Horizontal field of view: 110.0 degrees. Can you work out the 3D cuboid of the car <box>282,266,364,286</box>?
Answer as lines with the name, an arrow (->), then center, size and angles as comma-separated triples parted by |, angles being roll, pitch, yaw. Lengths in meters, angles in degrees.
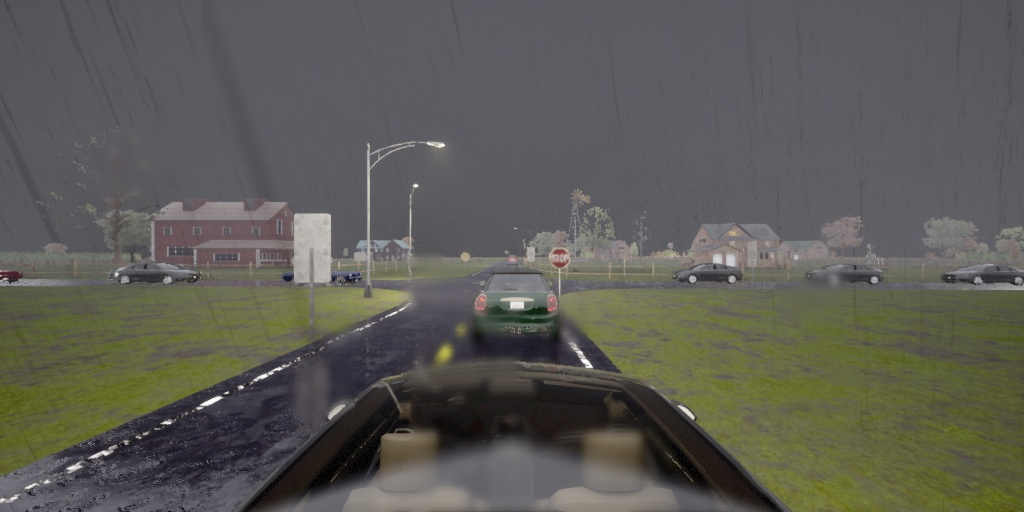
car -> -12.649, 1.312, 24.211 | 4.718, 1.301, 1.895 | 0, 0, 2

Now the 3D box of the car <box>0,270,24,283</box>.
car -> -36.829, 1.247, 24.577 | 4.718, 1.301, 1.895 | 0, 0, 1

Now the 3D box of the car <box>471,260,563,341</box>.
car -> 0.119, 1.101, 10.006 | 2.097, 1.767, 4.553 | 0, 0, 0

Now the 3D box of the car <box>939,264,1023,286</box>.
car -> 35.164, 1.382, 26.812 | 4.892, 1.490, 1.837 | 0, 0, 1

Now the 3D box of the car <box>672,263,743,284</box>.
car -> 14.648, 1.299, 27.023 | 4.892, 1.490, 1.837 | 0, 0, 1

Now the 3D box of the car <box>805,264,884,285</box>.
car -> 24.862, 1.338, 26.922 | 4.892, 1.490, 1.837 | 0, 0, 1

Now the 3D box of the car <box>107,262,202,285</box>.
car -> -24.037, 1.184, 24.448 | 4.892, 1.490, 1.837 | 0, 0, 1
